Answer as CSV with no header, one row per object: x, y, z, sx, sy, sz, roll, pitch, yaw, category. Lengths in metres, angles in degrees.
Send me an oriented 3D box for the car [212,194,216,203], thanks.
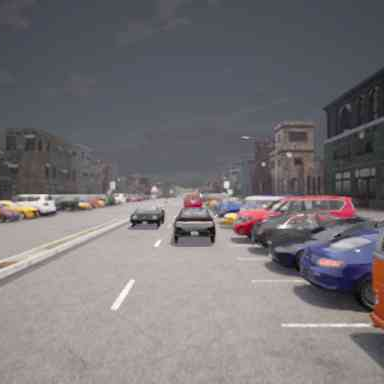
4.692,1.388,34.751,4.553,1.767,2.185,0,0,0,car

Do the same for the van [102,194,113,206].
-15.376,1.400,52.685,4.442,1.987,1.878,0,0,0,van

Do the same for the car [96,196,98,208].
-15.487,1.621,44.411,4.674,1.452,2.002,0,0,0,car

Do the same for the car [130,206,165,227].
-2.890,1.602,22.633,1.895,1.301,4.718,0,0,0,car

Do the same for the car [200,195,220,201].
4.956,1.758,93.108,5.366,1.575,1.946,0,0,0,car

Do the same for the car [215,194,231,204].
4.691,1.231,23.635,5.566,2.045,2.435,0,0,0,car

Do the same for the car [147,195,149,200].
-15.503,1.775,94.051,5.008,1.535,2.097,0,0,0,car

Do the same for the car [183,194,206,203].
0.116,1.269,38.747,2.150,2.045,5.566,0,0,0,car

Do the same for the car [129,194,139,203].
-15.473,1.765,77.504,4.792,1.488,2.163,0,0,0,car

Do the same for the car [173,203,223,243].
0.107,1.484,16.111,2.128,1.511,4.902,0,0,0,car

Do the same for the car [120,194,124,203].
-15.526,1.544,61.082,4.553,1.767,2.185,0,0,0,car

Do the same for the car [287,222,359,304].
4.710,1.512,7.086,4.674,1.452,2.002,0,0,0,car

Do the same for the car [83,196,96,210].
-15.303,1.565,41.654,5.366,1.575,1.946,0,0,0,car

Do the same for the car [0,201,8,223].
-15.510,1.529,22.355,4.792,1.488,2.163,0,0,0,car

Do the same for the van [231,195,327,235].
4.600,1.249,18.077,4.442,1.987,1.878,0,0,0,van

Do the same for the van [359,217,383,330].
4.828,1.249,4.181,4.442,1.987,1.878,0,0,0,van

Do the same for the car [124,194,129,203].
-15.525,1.432,63.717,5.566,2.045,2.435,0,0,0,car

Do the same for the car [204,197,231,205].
4.728,1.642,62.543,4.892,1.521,2.231,0,0,0,car

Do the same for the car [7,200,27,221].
-15.484,1.545,25.111,4.674,1.452,2.002,0,0,0,car

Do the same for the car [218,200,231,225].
4.532,1.475,20.856,5.366,1.575,1.946,0,0,0,car

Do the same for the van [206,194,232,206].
4.850,1.402,59.764,4.442,1.987,1.878,0,0,0,van

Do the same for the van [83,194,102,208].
-15.607,1.369,47.169,4.442,1.987,1.878,0,0,0,van

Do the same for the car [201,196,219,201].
4.789,1.781,90.330,4.792,1.488,2.163,0,0,0,car

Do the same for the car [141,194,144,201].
-15.476,1.499,83.021,5.566,2.045,2.435,0,0,0,car

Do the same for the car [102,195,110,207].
-15.497,1.610,49.926,5.008,1.535,2.097,0,0,0,car

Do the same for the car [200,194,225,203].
4.711,1.449,76.442,5.566,2.045,2.435,0,0,0,car

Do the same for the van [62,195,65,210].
-15.601,1.306,33.384,4.442,1.987,1.878,0,0,0,van

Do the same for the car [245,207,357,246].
4.708,1.472,12.519,4.892,1.521,2.231,0,0,0,car

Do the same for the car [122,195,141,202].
-15.474,1.631,85.779,4.553,1.767,2.185,0,0,0,car

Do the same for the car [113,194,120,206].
-15.522,1.390,55.443,5.566,2.045,2.435,0,0,0,car

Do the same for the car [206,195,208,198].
4.723,1.574,48.646,5.008,1.535,2.097,0,0,0,car

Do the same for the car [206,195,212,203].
4.722,1.548,43.085,5.008,1.535,2.097,0,0,0,car

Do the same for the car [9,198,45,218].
-15.488,1.513,27.869,5.008,1.535,2.097,0,0,0,car

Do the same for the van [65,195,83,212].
-15.604,1.328,38.896,4.442,1.987,1.878,0,0,0,van

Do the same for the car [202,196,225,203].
4.709,1.719,73.660,4.792,1.488,2.163,0,0,0,car

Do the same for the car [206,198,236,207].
4.733,1.642,54.204,4.674,1.452,2.002,0,0,0,car

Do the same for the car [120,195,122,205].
-15.489,1.656,58.324,5.008,1.535,2.097,0,0,0,car

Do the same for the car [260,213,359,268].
4.683,1.500,9.740,4.792,1.488,2.163,0,0,0,car

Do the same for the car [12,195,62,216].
-15.512,1.270,30.625,5.566,2.045,2.435,0,0,0,car

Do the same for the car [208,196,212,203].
4.731,1.536,40.309,4.892,1.521,2.231,0,0,0,car

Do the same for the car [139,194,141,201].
-15.505,1.783,80.262,4.674,1.452,2.002,0,0,0,car

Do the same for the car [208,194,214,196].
4.759,1.435,45.867,4.553,1.767,2.185,0,0,0,car

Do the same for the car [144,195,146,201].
-15.504,1.802,88.406,4.674,1.452,2.002,0,0,0,car
